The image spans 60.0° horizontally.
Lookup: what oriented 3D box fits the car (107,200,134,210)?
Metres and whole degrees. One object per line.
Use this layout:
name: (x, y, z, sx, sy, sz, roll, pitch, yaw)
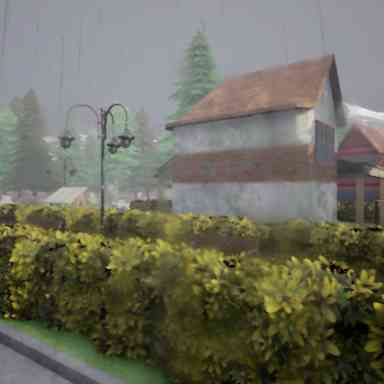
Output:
car: (-7.327, 1.536, 38.016, 1.895, 1.301, 4.718, 1, 0, 36)
